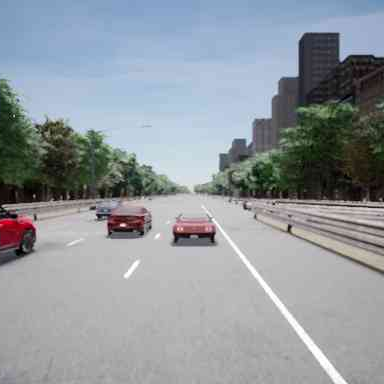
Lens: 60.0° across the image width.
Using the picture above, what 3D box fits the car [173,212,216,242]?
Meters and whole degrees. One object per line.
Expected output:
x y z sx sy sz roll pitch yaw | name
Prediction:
0.098 1.604 16.345 1.895 1.301 4.718 0 0 0 | car

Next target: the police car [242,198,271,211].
7.898 1.570 40.870 2.038 1.542 4.974 0 0 -19 | police car

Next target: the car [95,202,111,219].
-6.901 1.561 29.063 2.033 1.411 5.357 0 0 0 | car

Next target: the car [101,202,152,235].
-3.402 1.482 18.843 1.882 1.535 5.008 0 0 0 | car

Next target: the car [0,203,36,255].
-6.902 1.224 10.101 2.150 2.045 5.566 0 0 0 | car
